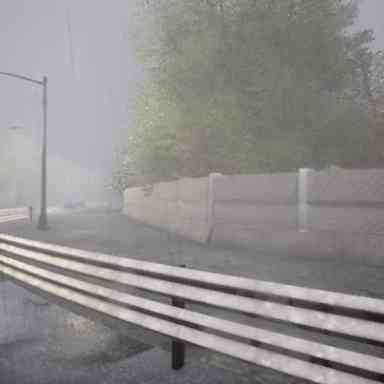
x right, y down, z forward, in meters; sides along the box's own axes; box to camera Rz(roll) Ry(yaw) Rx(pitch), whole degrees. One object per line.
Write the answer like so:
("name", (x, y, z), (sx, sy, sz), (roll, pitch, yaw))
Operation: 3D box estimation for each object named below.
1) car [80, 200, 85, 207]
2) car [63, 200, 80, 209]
("car", (-24.068, 2.502, 71.125), (1.837, 1.490, 4.892), (0, -1, -9))
("car", (-22.490, 2.412, 61.350), (1.837, 1.490, 4.892), (0, -1, -9))
